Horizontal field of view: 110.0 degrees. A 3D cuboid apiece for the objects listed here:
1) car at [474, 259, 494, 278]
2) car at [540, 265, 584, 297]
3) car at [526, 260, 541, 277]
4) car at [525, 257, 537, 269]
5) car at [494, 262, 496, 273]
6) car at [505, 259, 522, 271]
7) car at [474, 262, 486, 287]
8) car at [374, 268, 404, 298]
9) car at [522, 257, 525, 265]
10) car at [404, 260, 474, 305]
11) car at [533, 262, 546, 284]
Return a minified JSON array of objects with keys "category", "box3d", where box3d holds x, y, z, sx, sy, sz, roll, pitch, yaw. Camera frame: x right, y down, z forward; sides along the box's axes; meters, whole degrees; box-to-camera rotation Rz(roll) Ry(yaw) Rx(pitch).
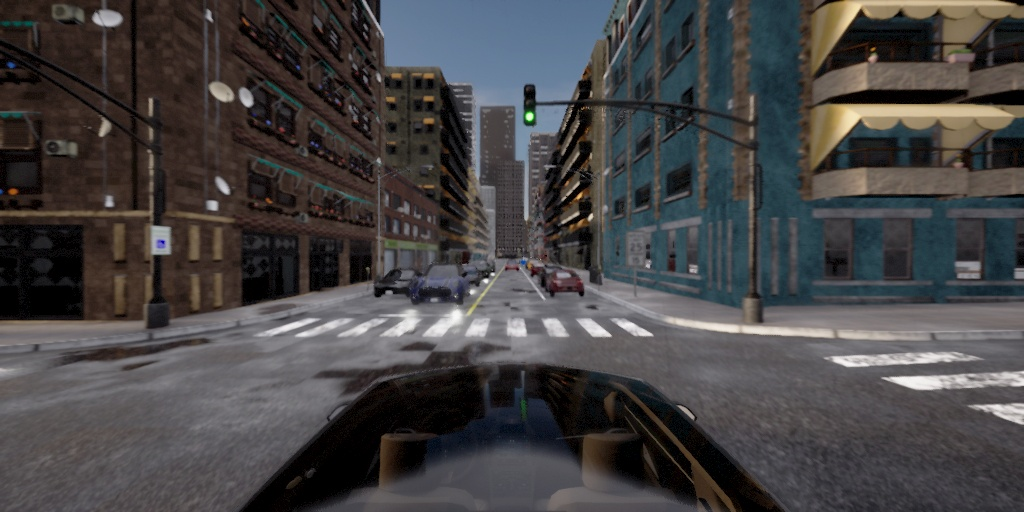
[{"category":"car","box3d":[-3.096,1.127,33.635,2.097,1.767,4.553,0,0,0]},{"category":"car","box3d":[2.688,1.343,18.787,1.802,1.307,4.207,0,0,0]},{"category":"car","box3d":[2.688,1.322,35.357,1.888,1.381,4.507,0,0,0]},{"category":"car","box3d":[3.138,1.269,49.355,1.882,1.535,5.008,0,0,0]},{"category":"car","box3d":[-3.070,1.137,43.722,2.097,1.767,4.553,0,0,0]},{"category":"car","box3d":[-0.002,1.356,49.492,1.994,1.385,4.181,0,0,0]},{"category":"car","box3d":[-3.098,1.330,24.731,1.994,1.385,4.181,0,0,0]},{"category":"car","box3d":[-5.693,1.327,18.798,1.948,1.339,4.313,0,0,0]},{"category":"car","box3d":[3.111,1.152,56.325,2.097,1.767,4.553,0,0,0]},{"category":"car","box3d":[-3.041,1.111,16.044,2.097,1.767,4.553,0,0,-2]},{"category":"car","box3d":[2.688,1.332,24.310,1.948,1.339,4.313,0,0,0]}]
